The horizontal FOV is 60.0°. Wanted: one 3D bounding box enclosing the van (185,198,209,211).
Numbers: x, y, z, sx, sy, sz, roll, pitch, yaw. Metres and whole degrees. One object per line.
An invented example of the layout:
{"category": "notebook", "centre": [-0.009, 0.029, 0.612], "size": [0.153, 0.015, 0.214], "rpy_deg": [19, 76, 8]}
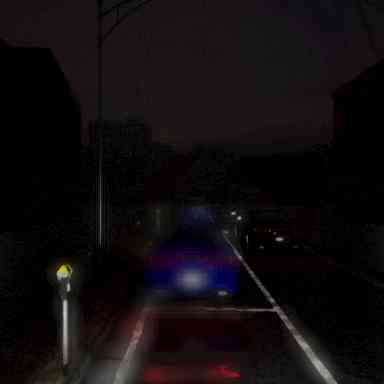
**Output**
{"category": "van", "centre": [0.374, 1.345, 25.499], "size": [1.690, 1.788, 3.998], "rpy_deg": [-1, 0, 0]}

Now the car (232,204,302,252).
{"category": "car", "centre": [3.021, 1.478, 13.928], "size": [1.882, 1.535, 5.008], "rpy_deg": [0, 0, 0]}

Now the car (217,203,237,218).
{"category": "car", "centre": [3.107, 1.569, 26.888], "size": [1.994, 1.385, 4.181], "rpy_deg": [0, 0, 0]}

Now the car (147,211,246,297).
{"category": "car", "centre": [0.006, 1.477, 8.651], "size": [1.882, 1.535, 5.008], "rpy_deg": [0, 0, 0]}
